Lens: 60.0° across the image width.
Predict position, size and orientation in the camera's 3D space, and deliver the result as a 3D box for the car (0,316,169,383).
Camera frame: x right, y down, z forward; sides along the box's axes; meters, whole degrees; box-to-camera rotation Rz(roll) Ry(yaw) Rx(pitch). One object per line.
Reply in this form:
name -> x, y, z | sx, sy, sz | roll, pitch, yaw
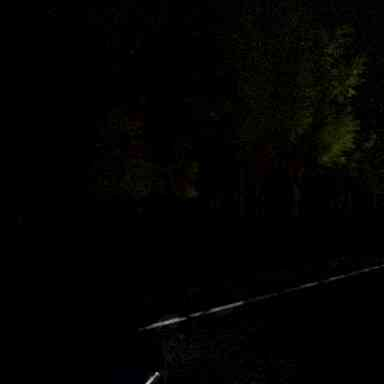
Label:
car -> -2.328, 1.517, 2.107 | 4.674, 1.442, 1.812 | 0, 0, -36
